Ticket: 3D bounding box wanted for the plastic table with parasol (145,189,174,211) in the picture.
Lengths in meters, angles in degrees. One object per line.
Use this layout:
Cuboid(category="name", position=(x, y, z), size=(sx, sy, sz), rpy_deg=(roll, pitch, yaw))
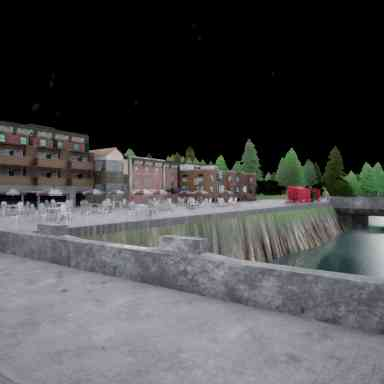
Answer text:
Cuboid(category="plastic table with parasol", position=(-3.888, 0.925, 39.812), size=(2.482, 2.480, 2.482), rpy_deg=(0, 0, 35))
